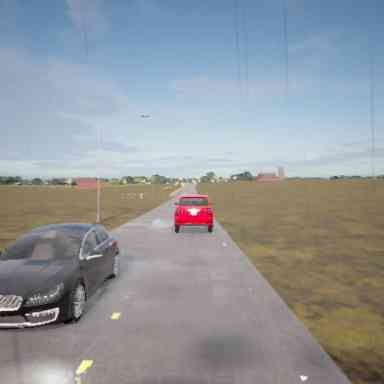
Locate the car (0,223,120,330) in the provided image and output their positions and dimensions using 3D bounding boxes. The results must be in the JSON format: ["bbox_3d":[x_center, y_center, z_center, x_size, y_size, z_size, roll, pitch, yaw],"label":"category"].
[{"bbox_3d":[-2.850,1.497,7.215,1.837,1.490,4.892,0,0,0],"label":"car"}]

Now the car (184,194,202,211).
[{"bbox_3d":[0.099,1.201,39.476,2.097,1.767,4.553,0,1,0],"label":"car"}]

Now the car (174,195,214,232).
[{"bbox_3d":[0.100,1.185,20.046,2.150,2.045,5.566,0,0,0],"label":"car"}]
